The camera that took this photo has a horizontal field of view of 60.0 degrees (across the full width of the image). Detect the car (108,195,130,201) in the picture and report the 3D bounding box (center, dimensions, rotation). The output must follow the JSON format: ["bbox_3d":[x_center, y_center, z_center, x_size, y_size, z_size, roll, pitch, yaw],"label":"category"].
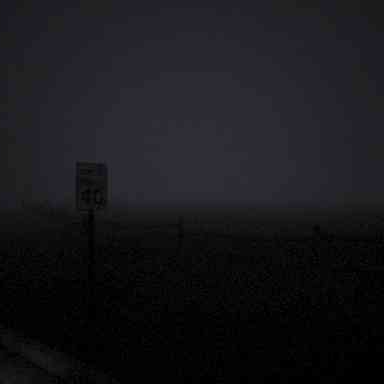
[{"bbox_3d":[-16.640,1.456,76.186,1.882,1.535,5.008,0,0,10],"label":"car"}]

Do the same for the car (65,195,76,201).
[{"bbox_3d":[-26.973,1.455,78.051,1.882,1.535,5.008,0,0,10],"label":"car"}]

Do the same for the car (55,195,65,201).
[{"bbox_3d":[-30.417,1.476,78.673,1.837,1.490,4.892,0,0,10],"label":"car"}]

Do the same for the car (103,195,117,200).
[{"bbox_3d":[-21.678,1.381,87.684,1.994,1.385,4.181,0,0,10],"label":"car"}]

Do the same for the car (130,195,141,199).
[{"bbox_3d":[-14.784,1.425,86.470,1.895,1.301,4.718,0,0,10],"label":"car"}]

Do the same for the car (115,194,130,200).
[{"bbox_3d":[-18.233,1.369,87.062,2.033,1.411,5.357,0,0,10],"label":"car"}]
